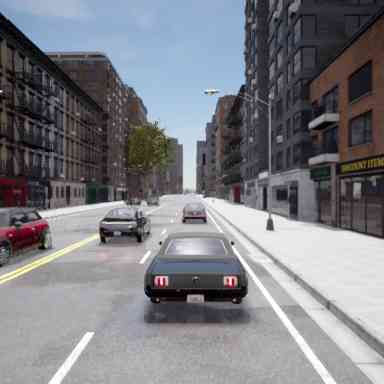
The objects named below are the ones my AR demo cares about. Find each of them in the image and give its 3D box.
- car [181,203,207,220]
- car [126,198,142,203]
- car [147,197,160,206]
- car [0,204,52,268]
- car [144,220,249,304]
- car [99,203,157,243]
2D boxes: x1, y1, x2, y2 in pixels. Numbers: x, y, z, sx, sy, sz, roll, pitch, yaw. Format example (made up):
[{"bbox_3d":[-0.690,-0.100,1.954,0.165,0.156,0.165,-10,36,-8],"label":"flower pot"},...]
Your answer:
[{"bbox_3d":[0.164,1.559,25.863,2.033,1.411,5.357,0,0,-1],"label":"car"},{"bbox_3d":[-9.632,1.657,55.441,1.994,1.385,4.181,0,0,0],"label":"car"},{"bbox_3d":[-6.382,1.617,55.434,1.837,1.490,4.892,0,0,0],"label":"car"},{"bbox_3d":[-6.578,1.354,11.180,2.097,1.767,4.553,0,0,0],"label":"car"},{"bbox_3d":[0.111,1.602,8.101,1.895,1.301,4.718,0,0,1],"label":"car"},{"bbox_3d":[-3.110,1.496,16.151,2.128,1.511,4.902,0,0,-1],"label":"car"}]
